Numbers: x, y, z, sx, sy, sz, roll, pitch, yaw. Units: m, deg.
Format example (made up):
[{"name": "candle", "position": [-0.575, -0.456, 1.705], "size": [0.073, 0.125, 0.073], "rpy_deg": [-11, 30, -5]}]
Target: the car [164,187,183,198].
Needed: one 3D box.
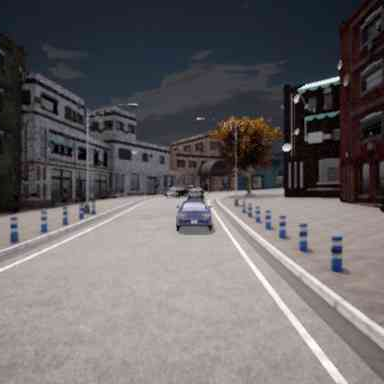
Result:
[{"name": "car", "position": [-2.148, 0.045, 44.790], "size": [2.128, 1.511, 4.902], "rpy_deg": [0, 2, 19]}]

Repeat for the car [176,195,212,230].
[{"name": "car", "position": [0.115, 1.165, 18.062], "size": [1.812, 1.442, 4.674], "rpy_deg": [0, 2, 0]}]

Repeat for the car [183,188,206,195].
[{"name": "car", "position": [0.631, 0.229, 39.880], "size": [2.128, 1.511, 4.902], "rpy_deg": [0, 3, 7]}]
